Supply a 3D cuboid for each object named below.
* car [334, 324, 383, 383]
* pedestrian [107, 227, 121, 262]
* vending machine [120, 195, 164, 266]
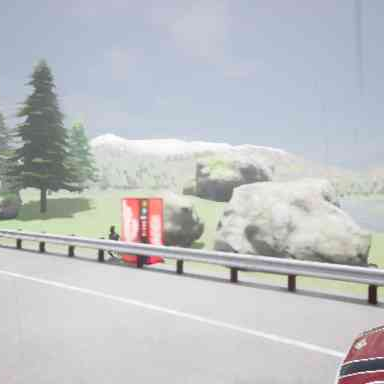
[{"bbox_3d":[3.086,1.349,1.619,4.553,1.767,2.097,0,0,36],"label":"car"},{"bbox_3d":[-2.484,1.264,10.576,0.375,1.860,0.375,0,0,31],"label":"pedestrian"},{"bbox_3d":[-1.588,1.165,10.621,0.880,2.100,1.100,0,0,32],"label":"vending machine"}]
